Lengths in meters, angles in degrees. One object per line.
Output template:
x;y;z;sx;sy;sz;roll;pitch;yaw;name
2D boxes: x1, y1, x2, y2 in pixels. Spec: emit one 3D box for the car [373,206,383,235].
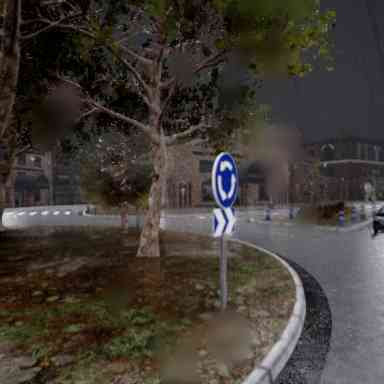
11.179;1.445;18.047;2.128;1.511;4.902;0;1;38;car
